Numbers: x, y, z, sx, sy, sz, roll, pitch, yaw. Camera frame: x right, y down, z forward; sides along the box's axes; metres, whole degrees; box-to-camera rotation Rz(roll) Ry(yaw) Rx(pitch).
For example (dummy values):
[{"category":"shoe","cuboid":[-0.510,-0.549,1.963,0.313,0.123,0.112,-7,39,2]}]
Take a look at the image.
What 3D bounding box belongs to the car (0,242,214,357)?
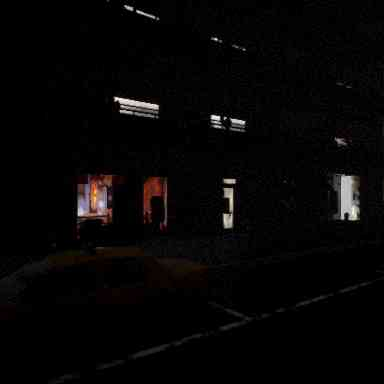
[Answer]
[{"category":"car","cuboid":[-1.882,1.522,5.207,4.829,1.417,1.752,0,0,-35]}]
